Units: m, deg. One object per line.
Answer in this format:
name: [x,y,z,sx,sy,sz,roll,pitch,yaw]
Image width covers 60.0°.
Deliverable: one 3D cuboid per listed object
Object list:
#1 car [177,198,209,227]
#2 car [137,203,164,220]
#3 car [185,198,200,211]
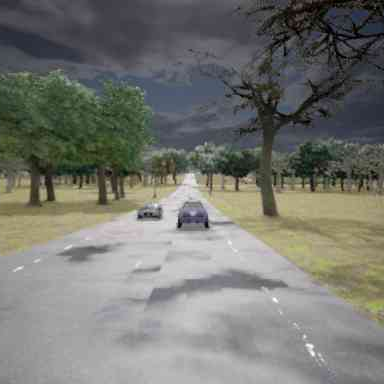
car: [0.078,1.460,23.795,2.097,1.767,4.553,0,0,0]
car: [-3.547,1.657,28.989,1.994,1.385,4.181,0,0,1]
car: [0.089,1.514,41.808,1.812,1.442,4.674,0,1,0]
